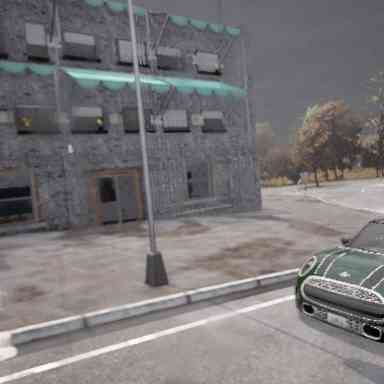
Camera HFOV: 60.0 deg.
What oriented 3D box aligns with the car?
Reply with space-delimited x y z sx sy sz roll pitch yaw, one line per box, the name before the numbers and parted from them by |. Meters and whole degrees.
car | 4.016 1.268 6.138 4.553 1.767 2.097 -1 1 -33
